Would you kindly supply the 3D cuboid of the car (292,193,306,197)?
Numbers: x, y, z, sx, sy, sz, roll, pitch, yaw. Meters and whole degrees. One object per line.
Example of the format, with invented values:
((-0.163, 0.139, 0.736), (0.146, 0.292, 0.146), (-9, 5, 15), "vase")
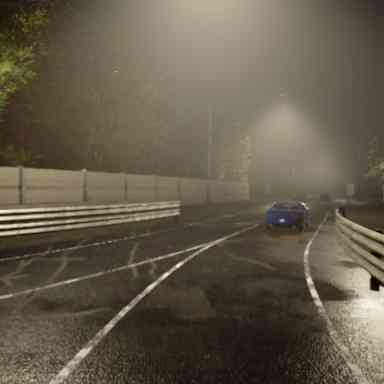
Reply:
((17.338, 0.916, 53.807), (2.128, 1.511, 4.902), (1, 1, 25), "car")

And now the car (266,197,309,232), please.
((5.530, 1.267, 19.012), (1.882, 1.535, 5.008), (1, 1, 24), "car")

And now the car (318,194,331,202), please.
((23.074, 0.988, 57.840), (2.033, 1.411, 5.357), (1, 1, 25), "car")
